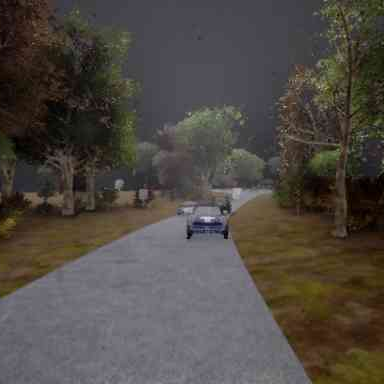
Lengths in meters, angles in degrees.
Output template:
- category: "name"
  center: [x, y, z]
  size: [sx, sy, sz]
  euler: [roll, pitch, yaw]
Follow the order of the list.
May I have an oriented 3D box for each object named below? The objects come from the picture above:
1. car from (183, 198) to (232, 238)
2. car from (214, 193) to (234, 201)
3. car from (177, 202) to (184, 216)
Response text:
- category: "car"
  center: [0.907, 1.419, 18.282]
  size: [2.097, 1.767, 4.553]
  euler: [0, 0, 4]
- category: "car"
  center: [3.635, 1.539, 40.803]
  size: [2.150, 2.045, 5.566]
  euler: [0, 0, 10]
- category: "car"
  center: [-0.267, 1.715, 34.746]
  size: [2.128, 1.511, 4.902]
  euler: [1, -1, 8]
